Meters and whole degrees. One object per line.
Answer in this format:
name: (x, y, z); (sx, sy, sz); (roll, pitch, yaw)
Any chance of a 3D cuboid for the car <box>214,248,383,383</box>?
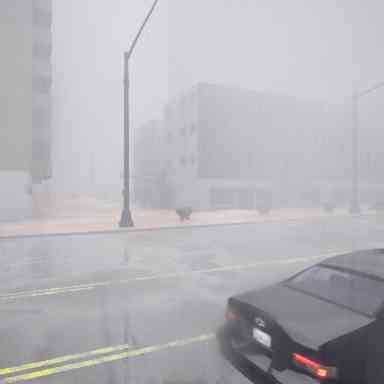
car: (2.964, 1.534, 4.549); (5.357, 1.411, 2.033); (0, 0, -26)
